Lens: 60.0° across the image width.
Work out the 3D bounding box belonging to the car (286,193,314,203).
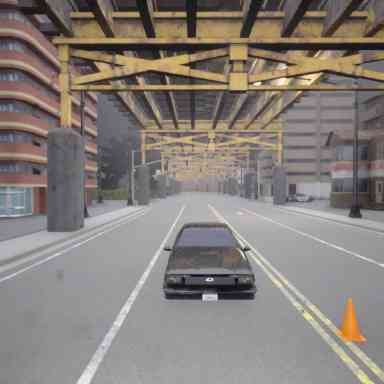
[{"bbox_3d":[17.476,1.005,54.868,4.974,1.542,2.038,0,1,-20],"label":"car"}]

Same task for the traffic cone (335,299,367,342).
[{"bbox_3d":[2.455,1.949,5.150,0.340,0.580,0.340,0,0,0],"label":"traffic cone"}]

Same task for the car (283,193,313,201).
[{"bbox_3d":[17.525,0.847,54.884,4.536,1.218,1.853,0,1,-20],"label":"car"}]

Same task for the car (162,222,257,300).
[{"bbox_3d":[0.363,1.533,8.758,2.033,1.411,5.357,0,0,1],"label":"car"}]

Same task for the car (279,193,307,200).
[{"bbox_3d":[17.873,0.800,59.001,4.536,1.218,1.853,0,1,25],"label":"car"}]

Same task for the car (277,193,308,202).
[{"bbox_3d":[17.825,0.957,59.025,4.974,1.542,2.038,0,1,25],"label":"car"}]
